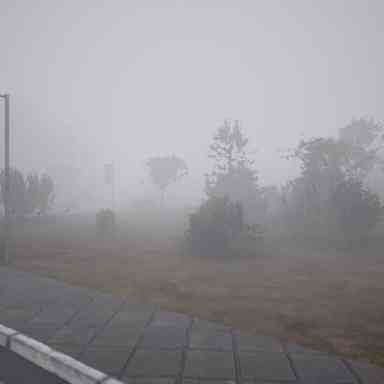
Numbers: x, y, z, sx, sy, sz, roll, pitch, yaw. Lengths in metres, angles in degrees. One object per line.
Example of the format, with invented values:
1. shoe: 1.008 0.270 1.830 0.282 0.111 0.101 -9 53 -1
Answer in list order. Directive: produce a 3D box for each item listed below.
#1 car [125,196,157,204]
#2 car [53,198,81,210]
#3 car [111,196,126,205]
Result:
1. car: -7.854 1.467 53.438 1.895 1.301 4.718 0 1 39
2. car: -16.639 1.477 42.556 2.128 1.511 4.902 0 0 39
3. car: -11.040 1.352 55.062 1.882 1.535 5.008 0 1 39
